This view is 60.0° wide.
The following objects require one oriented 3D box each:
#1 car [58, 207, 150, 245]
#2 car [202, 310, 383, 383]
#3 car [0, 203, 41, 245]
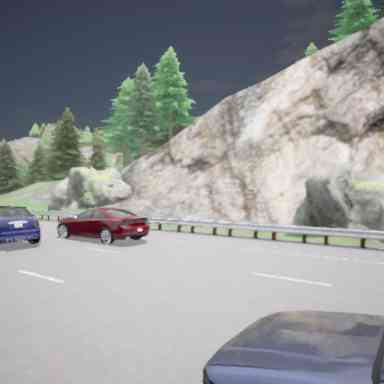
[{"bbox_3d":[-4.229,1.452,15.510,5.008,1.535,1.882,0,0,35],"label":"car"},{"bbox_3d":[2.613,1.543,2.095,5.357,1.411,2.033,0,0,36],"label":"car"},{"bbox_3d":[-8.531,1.330,14.258,4.553,1.767,2.097,0,0,35],"label":"car"}]
